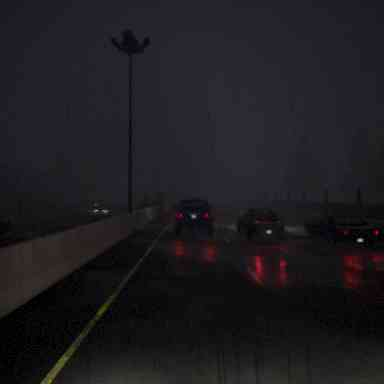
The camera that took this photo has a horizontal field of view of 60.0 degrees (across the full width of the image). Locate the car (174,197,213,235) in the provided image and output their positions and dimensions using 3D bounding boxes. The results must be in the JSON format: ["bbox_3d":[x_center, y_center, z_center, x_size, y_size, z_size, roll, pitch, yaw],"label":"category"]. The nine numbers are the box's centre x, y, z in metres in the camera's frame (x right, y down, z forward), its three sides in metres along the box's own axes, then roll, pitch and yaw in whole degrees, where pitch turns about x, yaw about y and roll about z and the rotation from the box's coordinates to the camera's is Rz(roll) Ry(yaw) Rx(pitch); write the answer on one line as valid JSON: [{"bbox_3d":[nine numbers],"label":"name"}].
[{"bbox_3d":[0.097,1.425,20.468,2.150,2.045,5.566,0,0,0],"label":"car"}]

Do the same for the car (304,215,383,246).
[{"bbox_3d":[7.098,1.761,16.252,1.895,1.301,4.718,0,-1,0],"label":"car"}]

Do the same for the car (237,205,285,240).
[{"bbox_3d":[3.598,1.669,17.949,2.128,1.511,4.902,0,-1,0],"label":"car"}]

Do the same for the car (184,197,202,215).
[{"bbox_3d":[0.096,1.623,40.860,2.150,2.045,5.566,0,-1,0],"label":"car"}]
